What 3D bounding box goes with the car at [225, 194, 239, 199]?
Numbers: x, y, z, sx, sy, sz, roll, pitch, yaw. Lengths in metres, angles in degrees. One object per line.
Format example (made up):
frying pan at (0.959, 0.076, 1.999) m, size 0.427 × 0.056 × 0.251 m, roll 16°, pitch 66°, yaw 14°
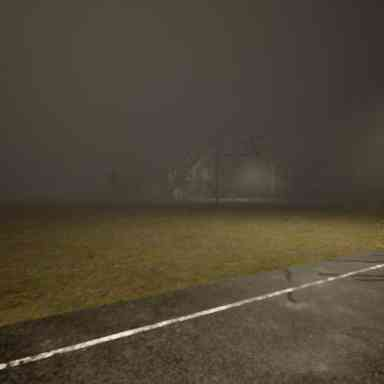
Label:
car at (10.293, 1.143, 85.554) m, size 1.994 × 1.385 × 4.181 m, roll 0°, pitch 0°, yaw -31°
